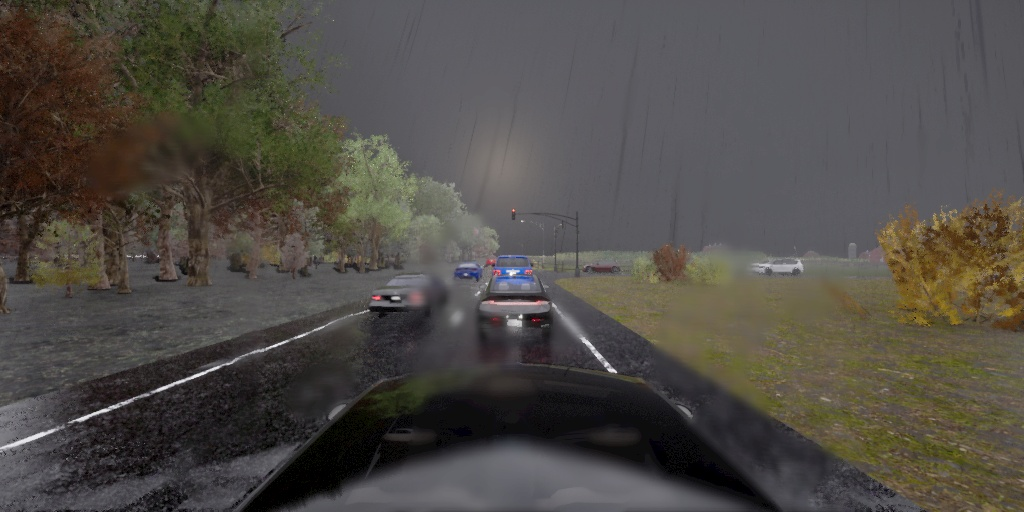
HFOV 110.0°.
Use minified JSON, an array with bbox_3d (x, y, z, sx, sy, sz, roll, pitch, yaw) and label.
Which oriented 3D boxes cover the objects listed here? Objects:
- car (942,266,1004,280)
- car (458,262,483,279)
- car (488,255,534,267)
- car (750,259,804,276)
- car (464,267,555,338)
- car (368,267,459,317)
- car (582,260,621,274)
[{"bbox_3d":[51.214,1.833,39.671,4.674,1.442,1.812,1,-1,1],"label":"car"},{"bbox_3d":[-3.498,1.233,29.678,1.882,1.535,5.008,0,0,0],"label":"car"},{"bbox_3d":[0.038,0.976,20.059,2.150,2.045,5.566,0,0,0],"label":"car"},{"bbox_3d":[31.990,1.379,43.328,5.566,2.045,2.150,1,-1,0],"label":"car"},{"bbox_3d":[0.074,1.244,10.142,2.128,1.511,4.902,0,0,0],"label":"car"},{"bbox_3d":[-3.438,1.300,13.119,2.033,1.411,5.357,0,0,0],"label":"car"},{"bbox_3d":[10.861,1.287,43.831,4.553,1.767,2.097,1,-1,7],"label":"car"}]
